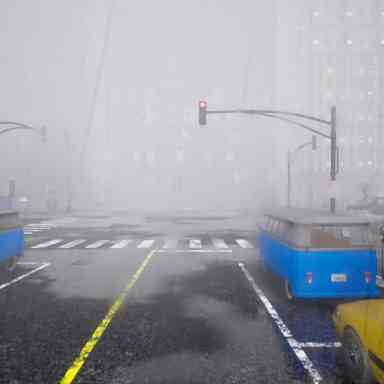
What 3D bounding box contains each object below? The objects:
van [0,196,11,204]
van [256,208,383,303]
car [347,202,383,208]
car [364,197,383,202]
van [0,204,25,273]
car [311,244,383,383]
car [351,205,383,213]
[{"bbox_3d":[-17.119,1.200,27.495,3.998,1.788,1.690,0,1,0],"label":"van"},{"bbox_3d":[2.687,1.339,7.948,1.690,1.788,3.998,-1,0,0],"label":"van"},{"bbox_3d":[13.730,1.653,24.682,4.718,1.301,1.895,0,1,0],"label":"car"},{"bbox_3d":[15.271,1.339,27.264,5.009,1.841,2.192,0,1,0],"label":"car"},{"bbox_3d":[-5.693,1.339,7.986,1.690,1.788,3.998,-1,0,0],"label":"van"},{"bbox_3d":[2.683,1.525,2.516,1.752,1.417,4.829,-1,0,0],"label":"car"},{"bbox_3d":[13.272,1.695,21.486,4.718,1.301,1.895,0,1,0],"label":"car"}]
